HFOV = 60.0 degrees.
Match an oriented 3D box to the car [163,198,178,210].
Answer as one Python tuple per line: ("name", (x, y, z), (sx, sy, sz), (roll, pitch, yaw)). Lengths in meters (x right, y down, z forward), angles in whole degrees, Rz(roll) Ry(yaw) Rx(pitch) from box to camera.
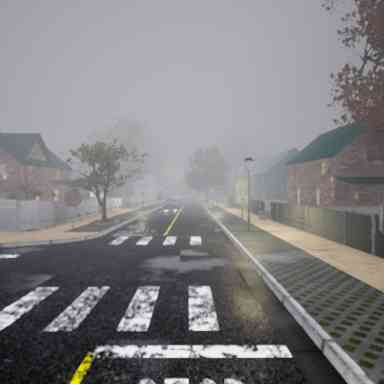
("car", (-2.816, 1.585, 45.149), (2.033, 1.411, 5.357), (0, 0, 0))
